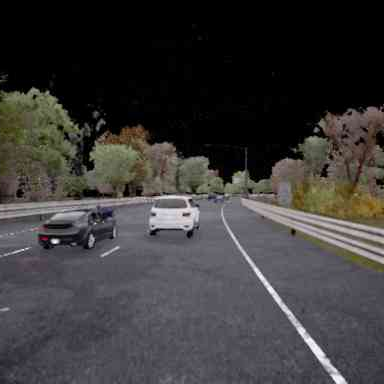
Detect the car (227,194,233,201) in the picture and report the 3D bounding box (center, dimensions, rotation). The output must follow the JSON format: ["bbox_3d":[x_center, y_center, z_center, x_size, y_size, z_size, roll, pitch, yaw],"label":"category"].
[{"bbox_3d":[9.493,1.637,92.264,1.812,1.442,4.674,0,0,11],"label":"car"}]

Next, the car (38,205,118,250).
[{"bbox_3d":[-4.673,1.508,14.299,1.837,1.490,4.892,0,0,5],"label":"car"}]

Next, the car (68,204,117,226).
[{"bbox_3d":[-7.252,1.606,24.774,1.895,1.301,4.718,0,0,6],"label":"car"}]

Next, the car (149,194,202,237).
[{"bbox_3d":[-0.826,1.232,18.253,2.150,2.045,5.566,0,0,5],"label":"car"}]

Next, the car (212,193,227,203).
[{"bbox_3d":[6.104,1.601,72.996,1.812,1.442,4.674,0,0,9],"label":"car"}]

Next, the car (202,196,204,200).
[{"bbox_3d":[2.174,1.642,91.225,2.033,1.411,5.357,0,0,11],"label":"car"}]

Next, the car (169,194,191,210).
[{"bbox_3d":[-1.490,1.252,44.758,2.150,2.045,5.566,0,0,7],"label":"car"}]

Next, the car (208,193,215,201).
[{"bbox_3d":[5.839,1.333,91.790,2.150,2.045,5.566,0,0,11],"label":"car"}]
